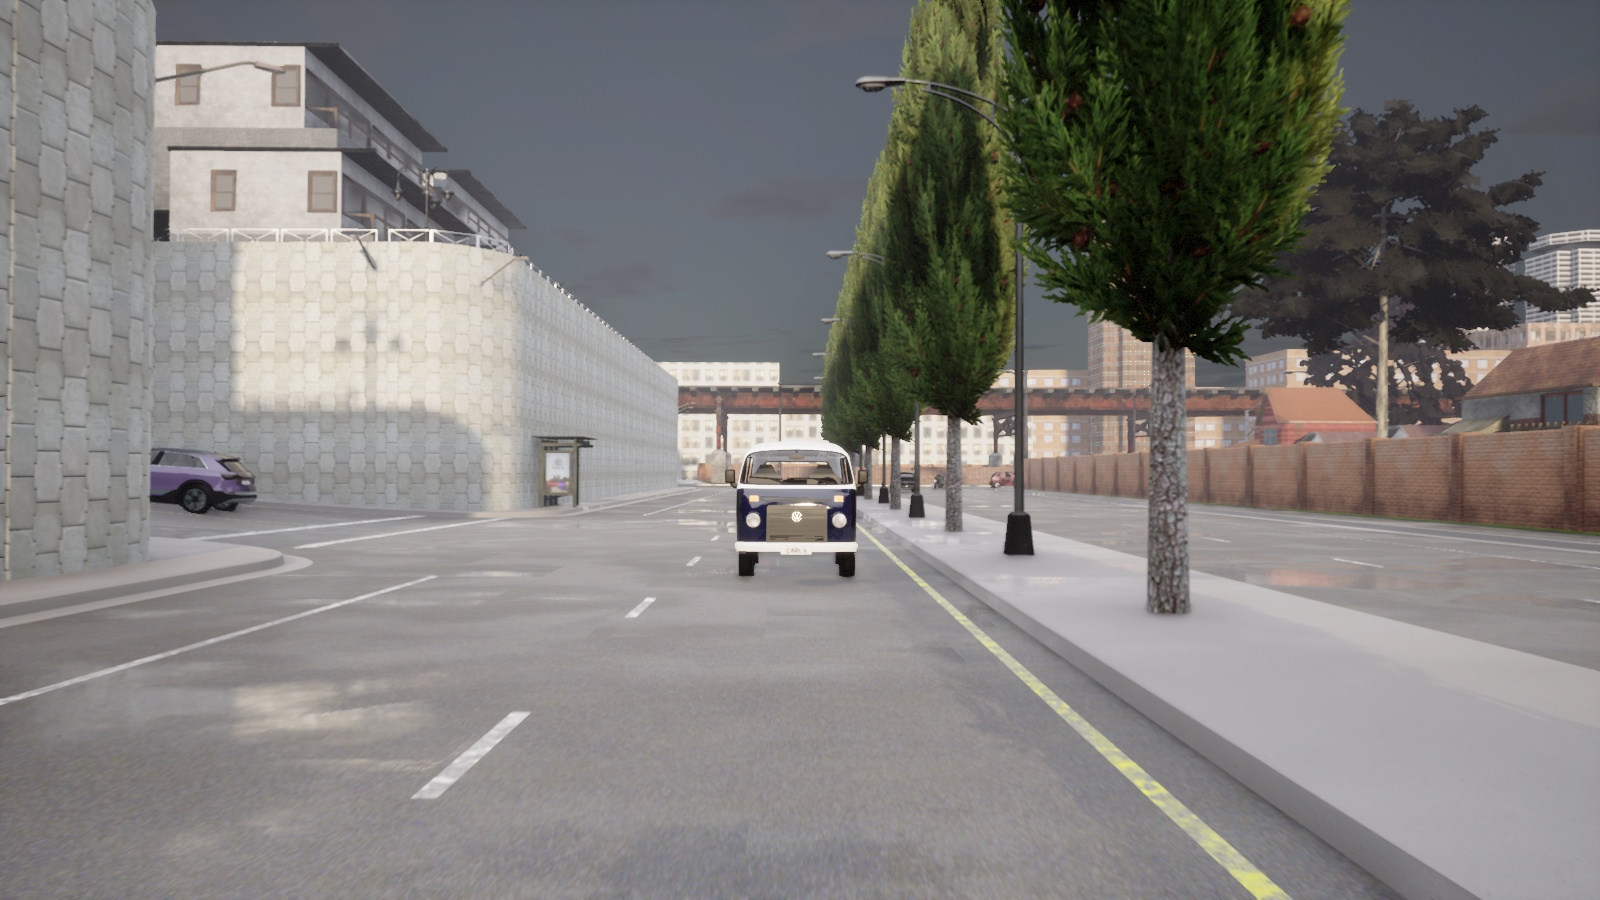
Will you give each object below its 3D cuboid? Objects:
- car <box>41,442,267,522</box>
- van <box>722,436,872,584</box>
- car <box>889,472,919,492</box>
[{"bbox_3d":[-17.179,0.852,33.561,4.856,1.649,2.033,5,-1,-1],"label":"car"},{"bbox_3d":[-0.049,0.868,19.676,2.069,2.038,4.480,0,-1,0],"label":"van"},{"bbox_3d":[7.773,2.361,93.919,1.837,1.490,4.892,0,-1,0],"label":"car"}]
